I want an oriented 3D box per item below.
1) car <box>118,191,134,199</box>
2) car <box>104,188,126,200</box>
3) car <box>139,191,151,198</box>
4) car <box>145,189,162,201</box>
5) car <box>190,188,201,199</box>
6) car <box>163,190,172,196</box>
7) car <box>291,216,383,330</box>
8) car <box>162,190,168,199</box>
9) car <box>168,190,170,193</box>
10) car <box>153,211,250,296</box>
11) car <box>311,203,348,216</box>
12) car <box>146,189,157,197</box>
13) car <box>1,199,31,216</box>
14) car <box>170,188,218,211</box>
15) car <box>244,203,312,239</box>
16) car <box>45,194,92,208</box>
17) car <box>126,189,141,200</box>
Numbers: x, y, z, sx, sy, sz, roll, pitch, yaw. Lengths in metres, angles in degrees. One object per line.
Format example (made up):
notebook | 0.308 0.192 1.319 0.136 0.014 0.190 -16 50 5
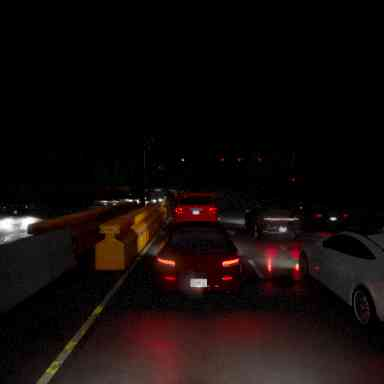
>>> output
car | -13.469 0.560 68.177 2.033 1.411 5.357 0 1 0
car | -13.634 0.386 58.038 2.150 2.045 5.566 0 1 1
car | -9.950 0.532 70.399 1.994 1.385 4.181 0 1 0
car | -6.646 0.714 56.396 1.812 1.442 4.674 0 1 1
car | 0.617 0.254 66.920 2.150 2.045 5.566 0 1 0
car | -6.317 0.283 86.232 2.033 1.411 5.357 0 1 0
car | 3.629 1.456 6.626 1.812 1.442 4.674 0 1 0
car | -6.525 0.542 65.661 2.128 1.511 4.902 0 1 1
car | -6.406 0.256 75.678 2.097 1.767 4.553 0 1 0
car | 0.141 1.432 8.262 1.812 1.442 4.674 0 1 1
car | 7.219 1.310 18.959 1.994 1.385 4.181 0 1 0
car | -9.864 0.183 80.617 2.097 1.767 4.553 0 1 0
car | -14.451 1.221 27.468 1.895 1.301 4.718 0 1 -26
car | 0.204 0.985 17.860 2.150 2.045 5.566 0 1 1
car | 3.694 1.284 15.875 2.128 1.511 4.902 0 1 0
car | -13.878 0.947 37.586 5.008 1.535 1.882 0 1 -13
car | -10.102 0.694 60.324 1.994 1.385 4.181 0 1 1
